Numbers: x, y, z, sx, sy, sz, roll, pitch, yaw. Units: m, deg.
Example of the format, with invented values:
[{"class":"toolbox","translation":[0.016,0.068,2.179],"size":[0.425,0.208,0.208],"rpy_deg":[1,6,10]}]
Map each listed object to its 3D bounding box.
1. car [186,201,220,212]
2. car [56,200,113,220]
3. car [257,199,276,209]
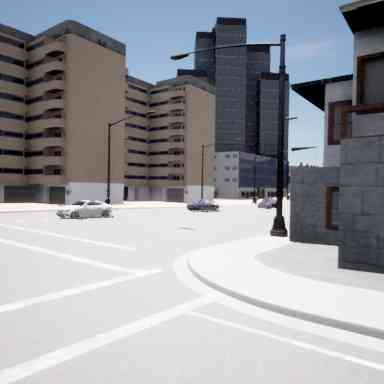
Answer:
[{"class":"car","translation":[1.381,1.750,40.128],"size":[1.895,1.301,4.718],"rpy_deg":[2,0,36]},{"class":"car","translation":[-8.525,1.366,26.700],"size":[1.812,1.442,4.674],"rpy_deg":[2,0,36]},{"class":"car","translation":[12.609,1.924,55.181],"size":[2.097,1.767,4.553],"rpy_deg":[2,0,36]}]
